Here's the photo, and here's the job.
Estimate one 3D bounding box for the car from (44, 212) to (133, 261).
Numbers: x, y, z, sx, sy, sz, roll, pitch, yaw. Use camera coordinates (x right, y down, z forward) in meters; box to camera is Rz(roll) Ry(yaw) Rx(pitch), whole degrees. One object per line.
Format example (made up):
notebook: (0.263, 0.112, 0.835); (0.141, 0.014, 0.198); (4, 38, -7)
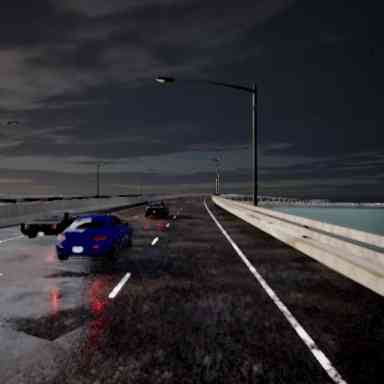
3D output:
car: (-3.382, 1.537, 12.161); (1.812, 1.442, 4.674); (0, 0, 0)

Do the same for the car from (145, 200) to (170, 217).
car: (-3.219, 1.520, 31.261); (2.128, 1.511, 4.902); (0, 0, 1)

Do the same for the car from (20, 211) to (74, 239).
car: (-6.842, 1.617, 17.318); (1.895, 1.301, 4.718); (0, 0, 0)
